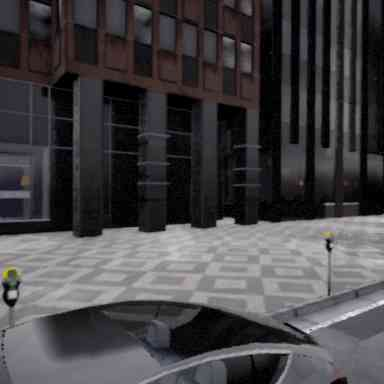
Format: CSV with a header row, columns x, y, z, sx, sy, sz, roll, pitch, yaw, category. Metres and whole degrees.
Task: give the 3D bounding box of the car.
x,y,z,sx,sy,sz,roll,pitch,yaw,category
-0.828,1.546,1.952,4.313,1.339,1.947,0,0,-35,car
